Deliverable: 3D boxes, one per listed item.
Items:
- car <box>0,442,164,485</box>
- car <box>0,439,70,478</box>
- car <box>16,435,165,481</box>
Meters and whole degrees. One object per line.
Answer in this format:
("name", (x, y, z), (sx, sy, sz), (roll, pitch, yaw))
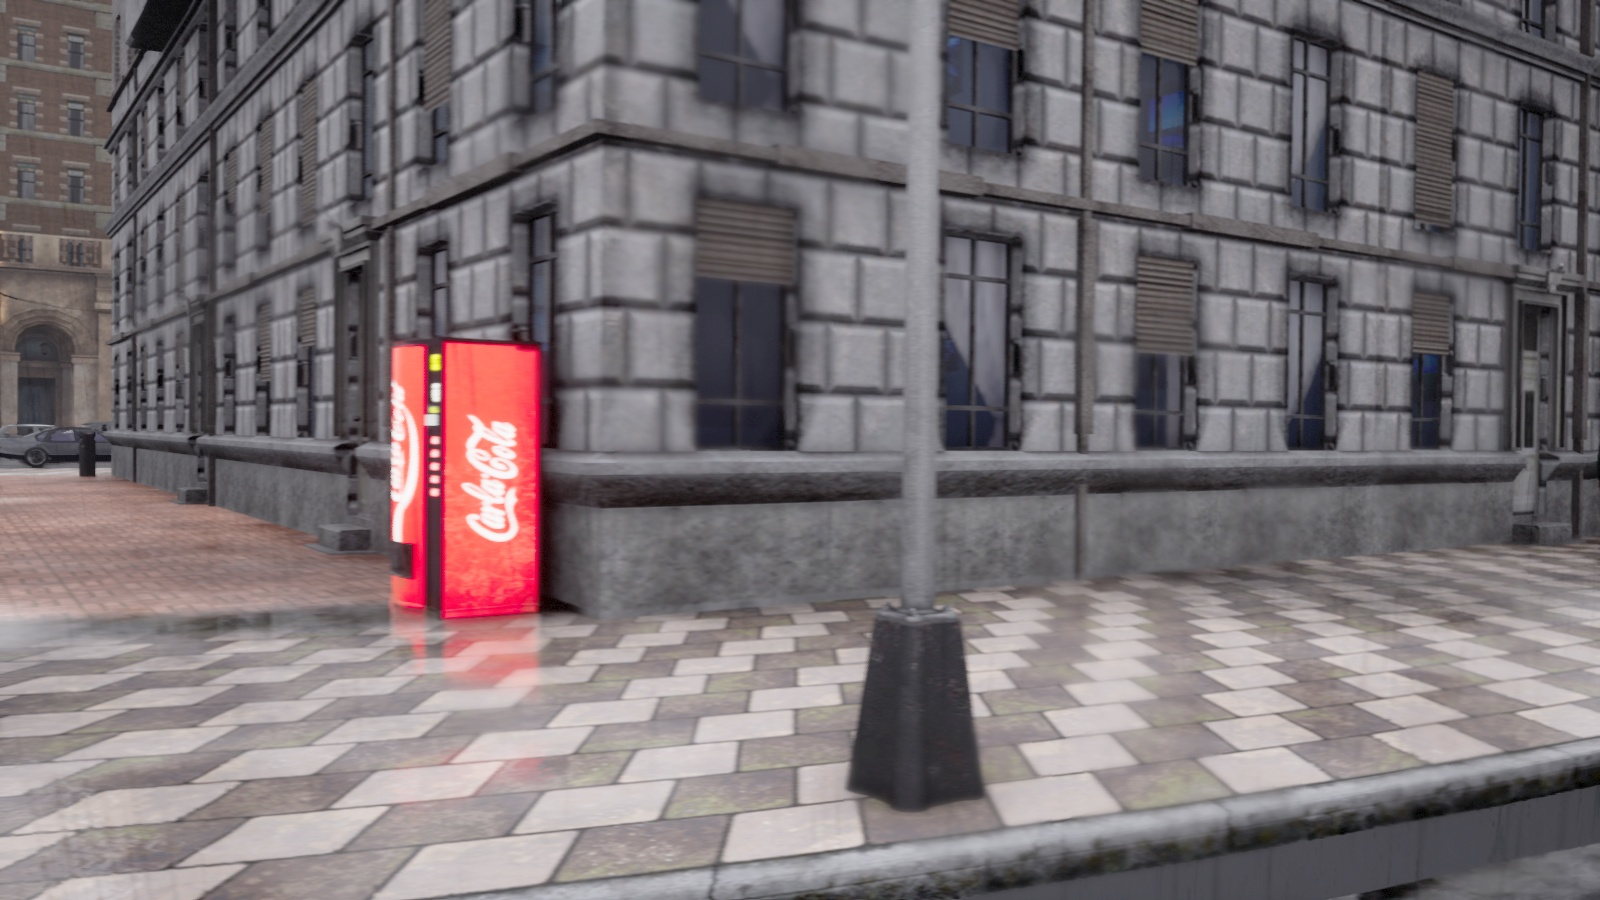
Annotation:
("car", (-26.174, 0.438, 45.445), (5.357, 1.411, 2.033), (-1, 1, -35))
("car", (-31.540, 0.341, 50.288), (3.806, 1.475, 1.970), (-1, 1, -34))
("car", (-27.526, 0.284, 48.793), (4.856, 1.649, 2.033), (-1, 1, -34))
